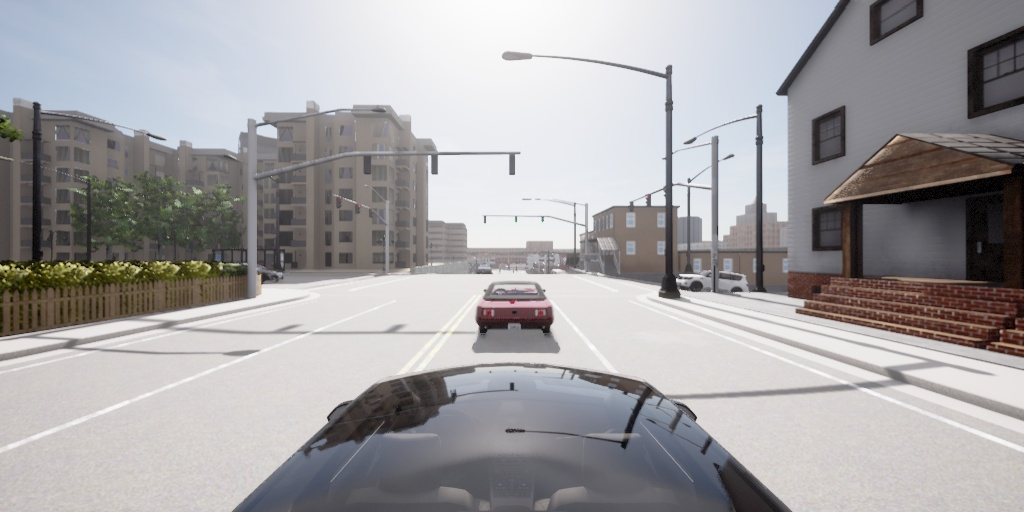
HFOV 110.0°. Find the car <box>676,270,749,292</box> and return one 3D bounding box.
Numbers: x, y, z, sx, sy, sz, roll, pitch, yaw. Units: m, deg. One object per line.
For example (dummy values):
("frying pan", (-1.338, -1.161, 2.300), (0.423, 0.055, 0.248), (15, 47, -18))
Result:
("car", (16.768, 2.212, 30.066), (5.566, 2.045, 2.150), (9, 0, 1))

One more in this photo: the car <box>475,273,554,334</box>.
("car", (0.079, 1.366, 10.632), (1.895, 1.301, 4.718), (0, 0, 0))

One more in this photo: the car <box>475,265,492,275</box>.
("car", (-3.584, 1.853, 46.822), (1.812, 1.442, 4.674), (0, -5, 0))

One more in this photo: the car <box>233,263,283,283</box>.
("car", (-19.807, 1.285, 26.855), (4.902, 1.511, 2.128), (0, 0, 1))
